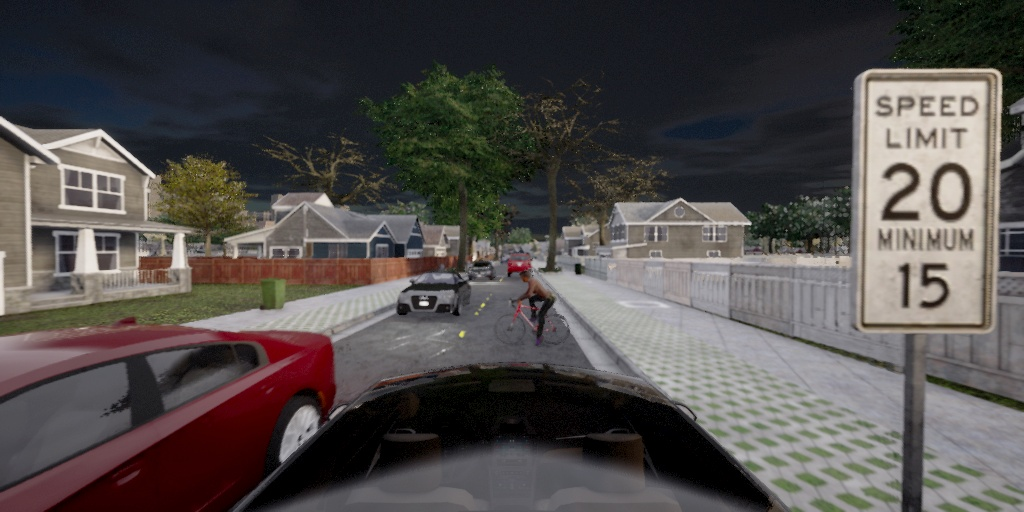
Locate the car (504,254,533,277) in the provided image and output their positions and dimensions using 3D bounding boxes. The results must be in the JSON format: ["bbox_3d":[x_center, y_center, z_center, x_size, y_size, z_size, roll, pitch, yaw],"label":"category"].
[{"bbox_3d":[0.715,0.812,33.306,2.150,2.045,5.566,0,1,2],"label":"car"}]

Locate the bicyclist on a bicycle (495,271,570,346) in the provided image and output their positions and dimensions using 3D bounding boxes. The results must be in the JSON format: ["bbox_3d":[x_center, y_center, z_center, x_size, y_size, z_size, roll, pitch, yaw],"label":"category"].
[{"bbox_3d":[0.445,1.145,7.846,1.656,1.620,0.582,0,0,1],"label":"bicyclist on a bicycle"}]

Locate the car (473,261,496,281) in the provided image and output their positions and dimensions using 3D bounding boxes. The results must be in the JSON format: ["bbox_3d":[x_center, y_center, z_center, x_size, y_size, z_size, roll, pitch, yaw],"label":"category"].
[{"bbox_3d":[-2.280,1.135,28.012,1.812,1.442,4.674,0,0,2],"label":"car"}]

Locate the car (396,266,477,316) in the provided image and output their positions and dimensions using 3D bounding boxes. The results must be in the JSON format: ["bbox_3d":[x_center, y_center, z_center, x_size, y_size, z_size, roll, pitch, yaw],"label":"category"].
[{"bbox_3d":[-2.632,1.249,12.899,1.994,1.385,4.181,0,0,1],"label":"car"}]

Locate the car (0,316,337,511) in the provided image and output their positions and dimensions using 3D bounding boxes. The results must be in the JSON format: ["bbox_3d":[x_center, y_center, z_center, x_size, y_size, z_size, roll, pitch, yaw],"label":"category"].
[{"bbox_3d":[-2.880,1.219,1.824,1.882,1.535,5.008,0,0,2],"label":"car"}]
